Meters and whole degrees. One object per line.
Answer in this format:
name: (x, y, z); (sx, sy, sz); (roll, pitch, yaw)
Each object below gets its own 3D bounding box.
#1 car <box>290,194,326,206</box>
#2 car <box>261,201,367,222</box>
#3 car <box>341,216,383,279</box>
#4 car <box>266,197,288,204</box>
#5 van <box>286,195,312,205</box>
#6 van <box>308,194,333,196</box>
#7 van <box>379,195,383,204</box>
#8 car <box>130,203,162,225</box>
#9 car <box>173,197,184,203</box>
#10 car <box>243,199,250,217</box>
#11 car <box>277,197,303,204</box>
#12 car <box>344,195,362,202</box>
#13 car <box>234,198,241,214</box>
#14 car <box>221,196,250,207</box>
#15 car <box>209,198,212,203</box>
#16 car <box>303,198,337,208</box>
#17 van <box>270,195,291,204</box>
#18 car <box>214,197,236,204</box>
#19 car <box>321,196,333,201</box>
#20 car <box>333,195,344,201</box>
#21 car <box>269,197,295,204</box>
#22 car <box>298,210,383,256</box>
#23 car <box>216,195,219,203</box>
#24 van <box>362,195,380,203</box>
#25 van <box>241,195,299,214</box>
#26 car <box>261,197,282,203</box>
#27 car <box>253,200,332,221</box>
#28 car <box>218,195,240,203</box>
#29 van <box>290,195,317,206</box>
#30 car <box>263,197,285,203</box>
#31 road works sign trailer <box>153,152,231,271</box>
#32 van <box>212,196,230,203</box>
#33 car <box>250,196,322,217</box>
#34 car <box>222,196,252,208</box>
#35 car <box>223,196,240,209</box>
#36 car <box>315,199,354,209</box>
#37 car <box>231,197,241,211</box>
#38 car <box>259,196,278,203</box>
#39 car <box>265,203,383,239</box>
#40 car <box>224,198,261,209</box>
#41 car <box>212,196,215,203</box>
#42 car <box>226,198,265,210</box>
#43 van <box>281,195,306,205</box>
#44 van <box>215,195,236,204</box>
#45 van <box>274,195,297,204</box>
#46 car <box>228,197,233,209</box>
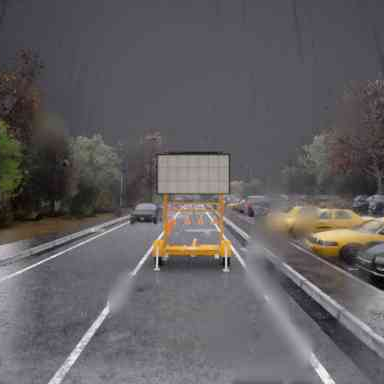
car: (20.304, 1.452, 58.504); (5.566, 2.045, 2.435); (0, 0, 0)
car: (7.151, 1.521, 19.748); (5.366, 1.575, 1.946); (0, 0, 0)
car: (6.889, 1.554, 8.648); (4.892, 1.521, 2.231); (0, 0, 0)
car: (20.490, 2.027, 80.515); (4.892, 1.521, 2.231); (0, -1, 0)
van: (20.489, 1.507, 63.918); (4.442, 1.987, 1.878); (0, 0, 0)
van: (20.387, 1.433, 50.193); (4.442, 1.987, 1.878); (0, 0, 0)
van: (20.243, 1.329, 30.677); (4.442, 1.987, 1.878); (0, 0, 0)
car: (-3.313, 1.534, 24.714); (1.882, 1.535, 5.008); (0, 0, 0)
car: (-2.952, 1.938, 73.635); (1.837, 1.490, 4.892); (0, -1, 0)
car: (7.056, 1.577, 28.069); (4.792, 1.488, 2.163); (0, 0, 0)
car: (20.419, 1.789, 69.438); (5.008, 1.535, 2.097); (0, -1, 0)
car: (20.139, 1.333, 36.218); (5.566, 2.045, 2.435); (0, 0, 0)
car: (7.039, 1.607, 33.622); (4.792, 1.488, 2.163); (0, 0, 0)
car: (7.201, 1.570, 55.832); (4.553, 1.767, 2.185); (0, 0, 0)
car: (7.443, 2.097, 83.568); (5.008, 1.535, 2.097); (0, -1, 0)
car: (20.288, 1.713, 52.837); (4.674, 1.452, 2.002); (0, 0, 0)
van: (20.592, 1.741, 77.750); (4.442, 1.987, 1.878); (0, -1, 0)
car: (7.379, 1.958, 75.241); (4.674, 1.452, 2.002); (0, -1, 0)
car: (20.224, 1.629, 44.528); (5.008, 1.535, 2.097); (0, 0, 0)
car: (20.160, 1.348, 38.988); (5.566, 2.045, 2.435); (0, 0, 0)
car: (20.270, 1.905, 74.977); (5.366, 1.575, 1.946); (0, -1, 0)
car: (6.718, 1.541, 11.425); (5.366, 1.575, 1.946); (0, 0, 0)
car: (7.248, 1.711, 58.607); (5.008, 1.535, 2.097); (0, 0, 0)
van: (20.030, 1.344, 33.449); (4.442, 1.987, 1.878); (0, 0, 0)
van: (7.164, 1.336, 30.847); (4.442, 1.987, 1.878); (0, 0, 0)
car: (20.532, 2.148, 86.180); (5.008, 1.535, 2.097); (0, -1, 0)
car: (6.980, 1.527, 22.517); (4.892, 1.521, 2.231); (0, 0, 0)
car: (7.006, 1.663, 50.280); (5.366, 1.575, 1.946); (0, 0, 0)
van: (20.470, 1.492, 61.274); (4.442, 1.987, 1.878); (0, 0, 0)
car: (20.511, 2.086, 83.285); (5.008, 1.535, 2.097); (0, -1, 0)
road works sign trailer: (0.054, 0.483, 10.959); (2.380, 3.560, 2.880); (0, 0, 3)
van: (7.575, 1.931, 86.348); (4.442, 1.987, 1.878); (0, -1, 0)
car: (7.038, 1.410, 25.297); (4.553, 1.767, 2.185); (0, 0, 0)
car: (7.181, 1.555, 53.056); (4.553, 1.767, 2.185); (0, 0, 0)
car: (6.944, 1.619, 41.952); (5.366, 1.575, 1.946); (0, 0, 0)
car: (20.253, 1.684, 47.422); (4.674, 1.452, 2.002); (0, 0, 0)
car: (7.059, 1.622, 36.398); (4.792, 1.488, 2.163); (0, 0, 0)
car: (20.526, 2.079, 88.828); (4.553, 1.767, 2.185); (0, -1, 0)
car: (6.760, 1.524, 17.099); (5.366, 1.575, 1.946); (0, 0, 0)
car: (7.165, 1.652, 47.503); (4.892, 1.521, 2.231); (0, 0, 0)
car: (7.343, 1.504, 66.936); (5.566, 2.045, 2.435); (0, 0, 0)
car: (7.157, 1.638, 44.726); (4.892, 1.521, 2.231); (0, 0, 0)
van: (20.277, 1.522, 66.823); (4.442, 1.987, 1.878); (0, -1, 0)
van: (7.239, 1.633, 72.472); (4.442, 1.987, 1.878); (0, -1, 0)
van: (20.317, 1.623, 72.214); (4.442, 1.987, 1.878); (0, -1, 0)
car: (7.080, 1.636, 39.175); (4.792, 1.488, 2.163); (0, 0, 0)
